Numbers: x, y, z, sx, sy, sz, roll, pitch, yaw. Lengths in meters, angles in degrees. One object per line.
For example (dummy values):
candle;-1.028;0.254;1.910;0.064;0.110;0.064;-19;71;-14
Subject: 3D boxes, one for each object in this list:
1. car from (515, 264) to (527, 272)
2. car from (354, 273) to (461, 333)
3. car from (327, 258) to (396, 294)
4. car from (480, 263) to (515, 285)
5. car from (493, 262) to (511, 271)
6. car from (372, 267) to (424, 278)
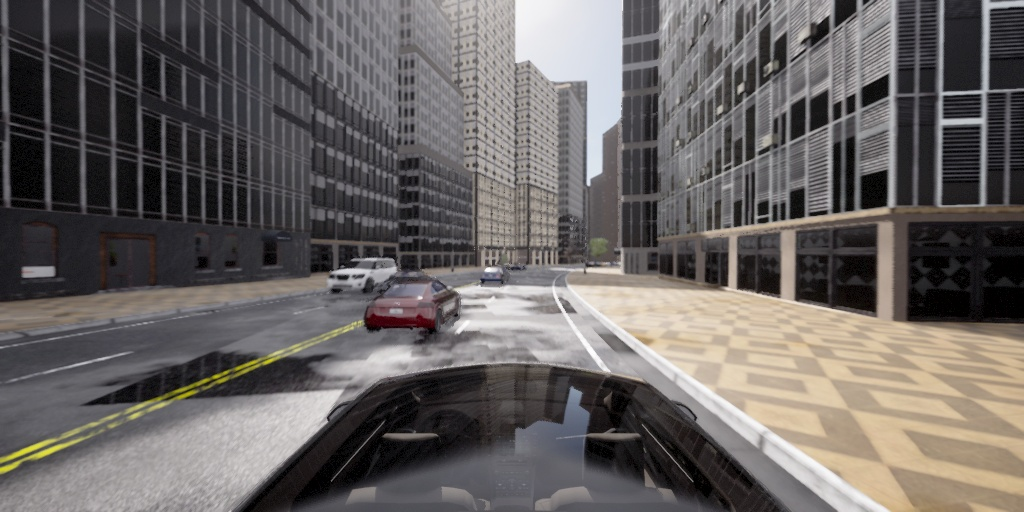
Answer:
car;1.121;1.945;60.711;1.895;1.301;4.718;0;-1;15
car;-2.868;1.395;11.142;1.994;1.385;4.181;0;-1;2
car;-8.886;1.134;21.987;2.150;2.045;5.566;0;-1;5
car;-1.329;1.568;29.818;2.033;1.411;5.357;0;-1;7
car;-1.684;1.869;62.784;1.812;1.442;4.674;0;-1;15
car;-5.764;1.470;20.045;1.994;1.385;4.181;0;-1;5
